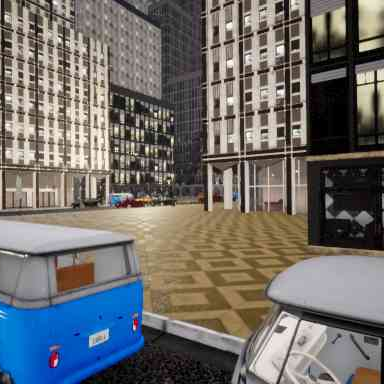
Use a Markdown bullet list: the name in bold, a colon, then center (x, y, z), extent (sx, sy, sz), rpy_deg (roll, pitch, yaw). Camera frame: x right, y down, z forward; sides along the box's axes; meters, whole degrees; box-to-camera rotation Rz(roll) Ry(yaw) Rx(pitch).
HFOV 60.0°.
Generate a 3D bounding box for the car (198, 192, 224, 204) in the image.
- **car**: center (3.010, 0.909, 52.478), extent (2.192, 1.841, 5.009), rpy_deg (0, 0, 36)

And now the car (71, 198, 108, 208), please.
- **car**: center (-13.768, 1.404, 43.755), extent (1.947, 1.339, 4.313), rpy_deg (0, 0, 36)

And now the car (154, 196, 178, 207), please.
- **car**: center (-3.653, 1.230, 43.383), extent (2.008, 1.369, 4.403), rpy_deg (0, 0, 36)

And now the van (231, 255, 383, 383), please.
- **van**: center (2.030, 1.341, 1.439), extent (3.998, 1.788, 1.690), rpy_deg (0, -1, 36)

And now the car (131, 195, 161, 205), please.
- **car**: center (-7.202, 1.279, 52.717), extent (1.752, 1.417, 4.829), rpy_deg (0, 0, 36)

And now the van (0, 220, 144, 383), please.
- **van**: center (-2.509, 1.342, 4.679), extent (3.998, 1.788, 1.690), rpy_deg (0, -1, 36)

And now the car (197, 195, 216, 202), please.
- **car**: center (2.900, 1.203, 66.503), extent (1.802, 1.307, 4.206), rpy_deg (0, 0, 36)

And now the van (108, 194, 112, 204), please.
- **van**: center (-10.436, 1.136, 48.304), extent (1.690, 1.788, 3.998), rpy_deg (0, 0, 36)

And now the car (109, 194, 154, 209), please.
- **car**: center (-6.985, 1.267, 38.835), extent (1.887, 1.381, 4.507), rpy_deg (0, 0, 36)

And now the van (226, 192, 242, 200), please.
- **van**: center (9.566, 0.872, 75.602), extent (1.690, 1.788, 3.998), rpy_deg (0, 0, 36)

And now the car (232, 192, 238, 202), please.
- **car**: center (6.344, 1.101, 57.026), extent (2.008, 1.369, 4.403), rpy_deg (0, 0, 36)

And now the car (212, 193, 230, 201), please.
- **car**: center (6.233, 1.016, 71.052), extent (1.967, 1.590, 4.097), rpy_deg (0, 0, 36)
